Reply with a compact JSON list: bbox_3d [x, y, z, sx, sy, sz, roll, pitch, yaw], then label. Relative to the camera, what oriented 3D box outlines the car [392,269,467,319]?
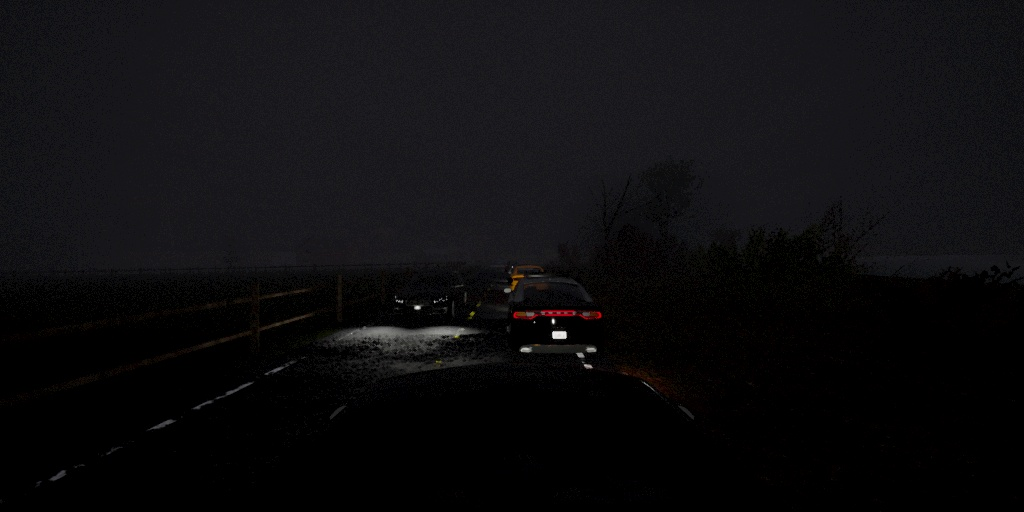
[{"bbox_3d":[-2.745,1.254,12.850,1.837,1.490,4.892,0,0,0],"label":"car"}]

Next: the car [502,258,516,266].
[{"bbox_3d":[0.072,1.335,46.627,1.994,1.385,4.181,0,0,0],"label":"car"}]

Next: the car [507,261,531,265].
[{"bbox_3d":[0.836,1.228,18.729,1.882,1.535,5.008,0,0,0],"label":"car"}]

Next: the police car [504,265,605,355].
[{"bbox_3d":[0.829,1.174,8.839,1.930,1.638,5.238,0,0,0],"label":"police car"}]
